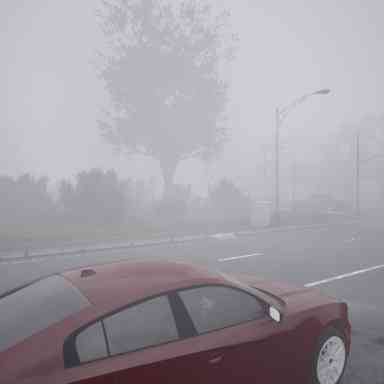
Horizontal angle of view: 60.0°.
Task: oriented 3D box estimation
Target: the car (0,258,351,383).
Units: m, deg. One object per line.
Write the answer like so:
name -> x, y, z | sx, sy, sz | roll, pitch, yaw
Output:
car -> -0.284, 1.478, 3.542 | 5.008, 1.535, 1.882 | 0, 0, -35

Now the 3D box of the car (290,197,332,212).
car -> 13.577, 1.564, 38.821 | 1.994, 1.385, 4.181 | 0, 0, -32

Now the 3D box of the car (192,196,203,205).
car -> 1.169, 1.471, 58.162 | 1.812, 1.442, 4.674 | 0, 1, -34

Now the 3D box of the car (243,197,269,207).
car -> 8.647, 1.470, 46.621 | 1.882, 1.535, 5.008 | 0, 0, -33

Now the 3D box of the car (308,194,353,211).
car -> 16.629, 1.222, 40.545 | 2.150, 2.045, 5.566 | 0, 0, -32

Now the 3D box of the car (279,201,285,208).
car -> 11.447, 1.517, 48.742 | 1.812, 1.442, 4.674 | 0, 0, -33
